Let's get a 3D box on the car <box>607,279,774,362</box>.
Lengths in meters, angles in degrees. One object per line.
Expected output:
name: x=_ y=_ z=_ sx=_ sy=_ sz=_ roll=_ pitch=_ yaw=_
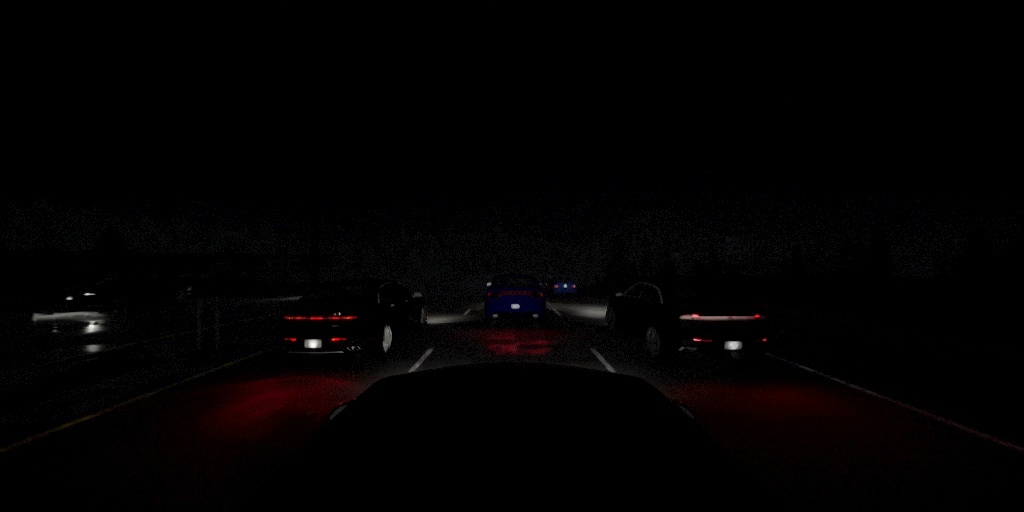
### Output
car: x=3.598 y=1.274 z=8.255 sx=2.128 sy=1.511 sz=4.902 roll=0 pitch=-1 yaw=0

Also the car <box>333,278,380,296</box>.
car: x=-14.044 y=2.920 z=32.793 sx=2.128 sy=1.511 sz=4.902 roll=0 pitch=-7 yaw=0

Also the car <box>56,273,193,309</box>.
car: x=-17.587 y=1.563 z=16.679 sx=1.837 sy=1.490 sz=4.892 roll=0 pitch=-3 yaw=0

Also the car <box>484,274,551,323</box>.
car: x=0.099 y=1.371 z=12.738 sx=1.882 sy=1.535 sz=5.008 roll=0 pitch=-2 yaw=0

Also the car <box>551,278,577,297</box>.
car: x=3.598 y=2.329 z=26.700 sx=2.033 sy=1.411 sz=5.357 roll=0 pitch=-5 yaw=0

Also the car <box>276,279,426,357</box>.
car: x=-3.401 y=1.290 z=8.555 sx=1.837 sy=1.490 sz=4.892 roll=0 pitch=-1 yaw=0
